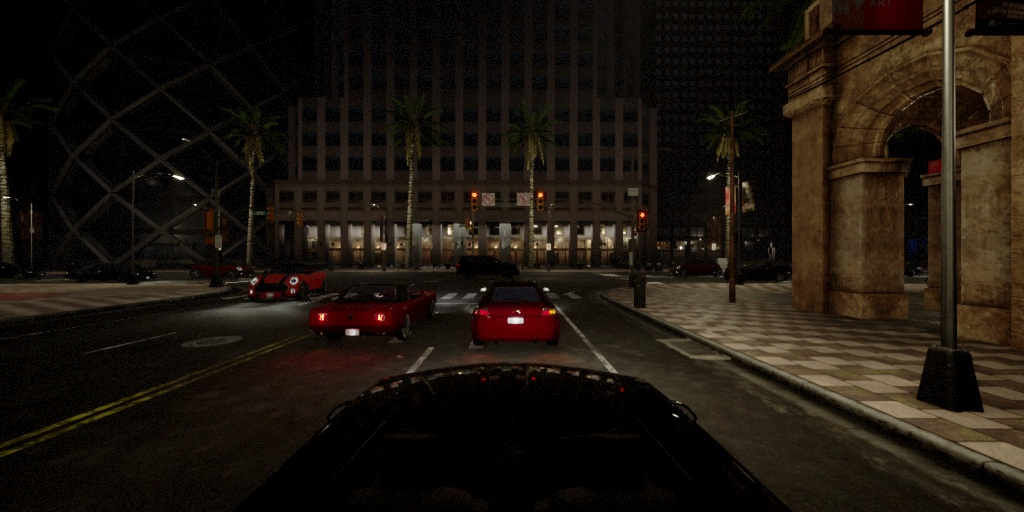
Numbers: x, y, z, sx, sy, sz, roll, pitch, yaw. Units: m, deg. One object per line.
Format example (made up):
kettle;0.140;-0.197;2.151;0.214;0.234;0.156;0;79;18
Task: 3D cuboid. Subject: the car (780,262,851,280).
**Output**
car;26.453;1.275;31.341;4.674;1.442;1.812;0;0;0

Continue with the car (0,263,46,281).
car;-41.214;1.276;28.910;4.674;1.442;1.812;0;0;-23

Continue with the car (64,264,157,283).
car;-30.997;1.297;27.774;5.357;1.411;2.033;0;0;-3

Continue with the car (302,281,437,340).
car;-3.419;1.351;9.931;1.895;1.301;4.718;0;0;0

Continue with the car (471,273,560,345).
car;0.080;1.314;9.470;1.994;1.385;4.181;0;0;0

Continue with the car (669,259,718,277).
car;17.809;1.102;35.064;4.553;1.767;2.097;0;0;0

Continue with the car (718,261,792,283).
car;18.901;1.313;27.862;4.181;1.385;1.994;0;0;0

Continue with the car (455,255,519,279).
car;-2.138;0.971;31.417;5.566;2.045;2.150;0;0;0

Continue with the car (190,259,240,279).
car;-25.156;1.102;31.314;4.553;1.767;2.097;0;0;-2

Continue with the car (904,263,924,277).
car;36.676;1.297;35.004;5.357;1.411;2.033;0;0;0

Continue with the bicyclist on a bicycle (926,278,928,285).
bicyclist on a bicycle;24.674;1.050;20.563;0.582;1.620;1.656;0;0;0

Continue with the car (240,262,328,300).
car;-10.796;1.102;17.637;2.097;1.767;4.553;0;0;-10
